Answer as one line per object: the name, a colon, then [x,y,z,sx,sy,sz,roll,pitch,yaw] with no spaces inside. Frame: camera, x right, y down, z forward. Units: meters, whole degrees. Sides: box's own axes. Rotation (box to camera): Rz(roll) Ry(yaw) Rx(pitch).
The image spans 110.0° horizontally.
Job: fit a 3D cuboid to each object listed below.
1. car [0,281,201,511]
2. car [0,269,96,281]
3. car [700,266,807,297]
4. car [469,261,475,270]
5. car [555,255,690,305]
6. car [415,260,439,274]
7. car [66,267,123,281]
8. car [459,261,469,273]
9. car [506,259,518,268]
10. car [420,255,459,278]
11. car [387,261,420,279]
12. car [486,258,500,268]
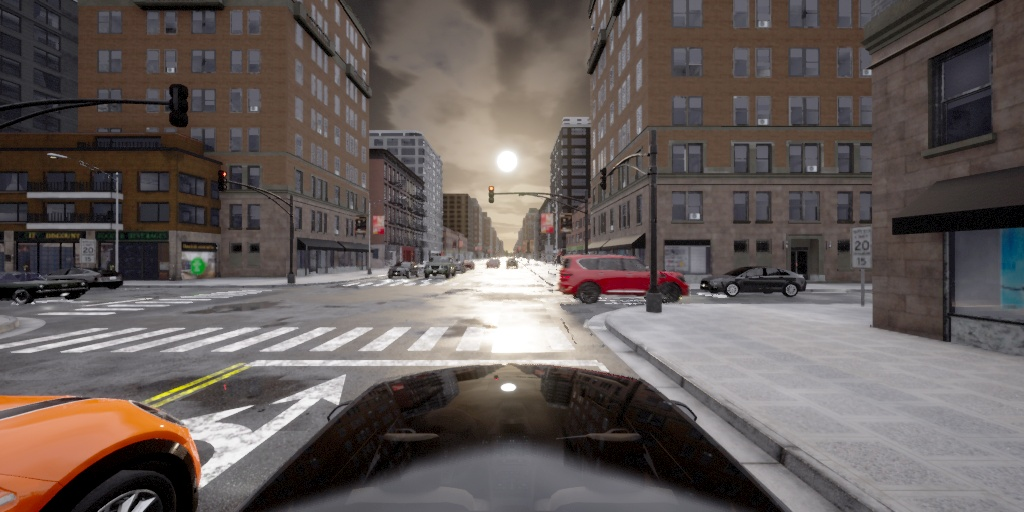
car: [-3.237,1.102,0.608,2.097,1.767,4.553,0,0,0]
car: [-21.514,1.344,15.473,4.718,1.301,1.895,0,0,0]
car: [12.427,1.294,18.644,4.892,1.490,1.837,0,0,1]
car: [-6.684,1.344,53.157,1.895,1.301,4.718,0,0,0]
car: [4.687,0.979,15.693,5.566,2.045,2.150,0,0,0]
car: [-9.918,1.272,42.203,1.812,1.442,4.674,0,0,0]
car: [-25.408,1.330,20.966,4.313,1.339,1.948,0,0,0]
car: [-6.674,1.310,43.028,1.994,1.385,4.181,0,0,0]
car: [-0.005,1.245,61.169,1.837,1.490,4.892,0,0,0]
car: [-6.646,0.970,33.608,2.150,2.045,5.566,0,0,0]
car: [-9.900,1.253,33.054,1.837,1.490,4.892,0,0,0]
car: [-3.359,1.304,61.955,1.994,1.385,4.181,0,0,0]
